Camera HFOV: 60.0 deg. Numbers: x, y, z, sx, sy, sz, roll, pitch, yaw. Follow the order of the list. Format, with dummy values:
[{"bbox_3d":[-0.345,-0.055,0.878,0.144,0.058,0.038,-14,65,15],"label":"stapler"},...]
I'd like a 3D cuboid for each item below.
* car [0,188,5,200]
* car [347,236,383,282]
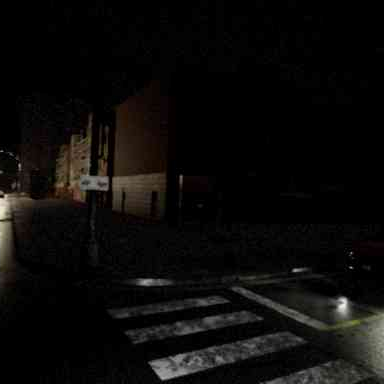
[{"bbox_3d":[-30.734,0.485,52.687,1.895,1.301,4.718,3,0,-29],"label":"car"},{"bbox_3d":[6.796,1.817,9.878,5.008,1.535,1.882,3,-1,-28],"label":"car"}]
